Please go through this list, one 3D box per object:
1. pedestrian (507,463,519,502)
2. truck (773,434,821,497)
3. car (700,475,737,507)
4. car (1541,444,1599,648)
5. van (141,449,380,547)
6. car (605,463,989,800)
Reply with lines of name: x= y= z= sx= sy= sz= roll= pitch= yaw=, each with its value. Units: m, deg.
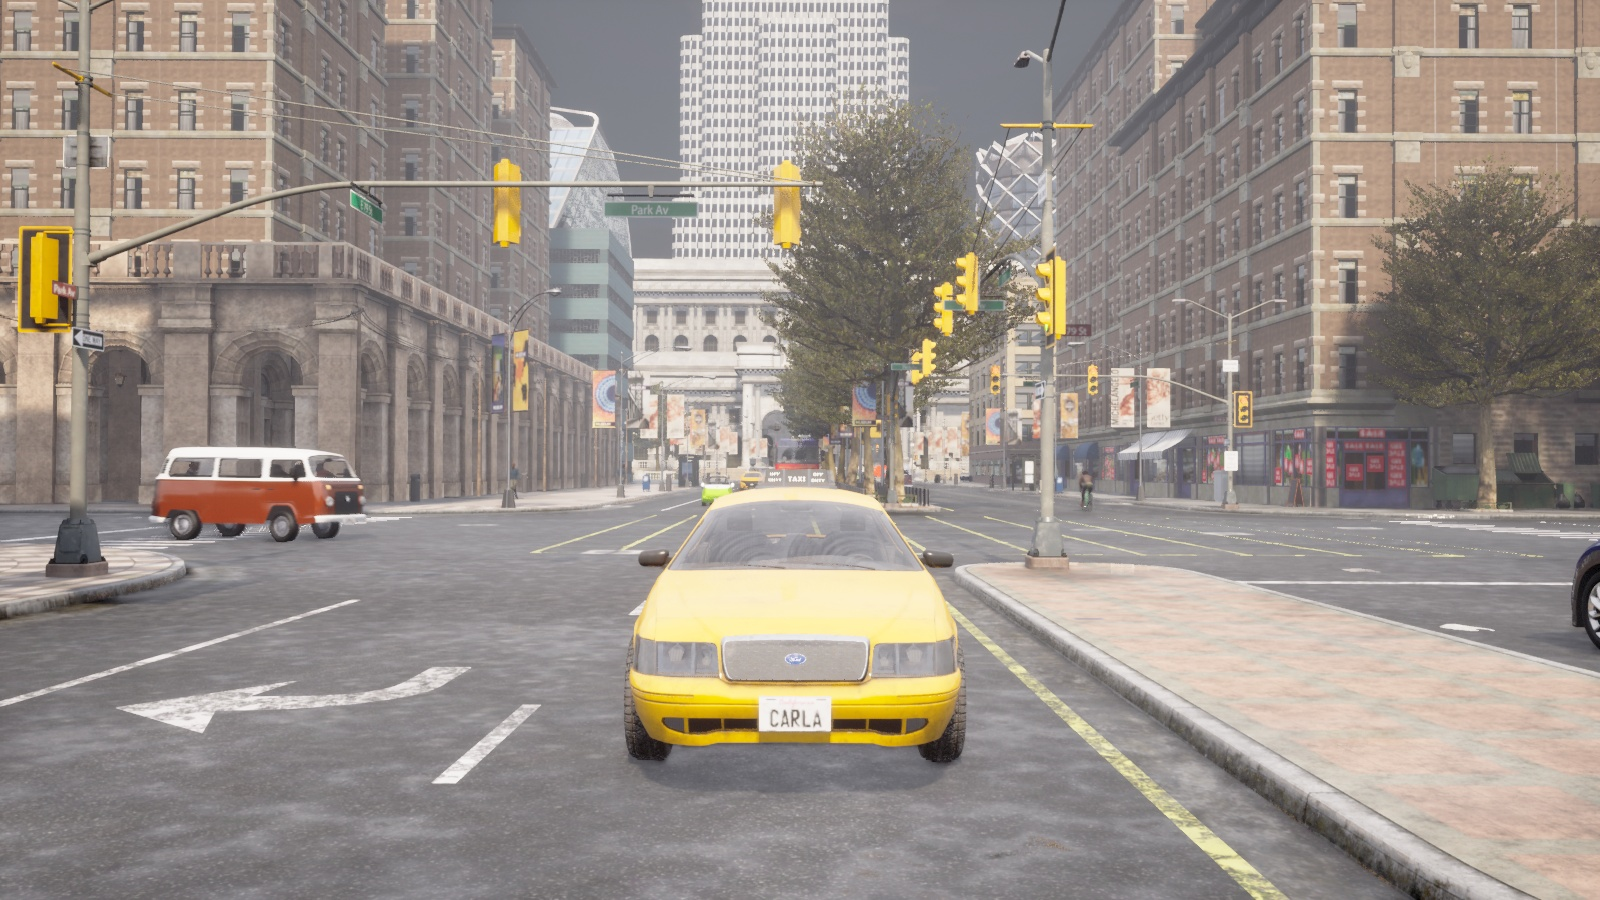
pedestrian: x=-13.646 y=1.526 z=59.730 sx=0.370 sy=1.835 sz=0.726 roll=0 pitch=-1 yaw=0
truck: x=-0.172 y=0.996 z=80.309 sx=2.891 sy=3.827 sz=8.468 roll=0 pitch=-1 yaw=0
car: x=-3.627 y=1.823 z=56.088 sx=1.481 sy=1.376 sz=2.207 roll=0 pitch=-1 yaw=0
car: x=7.978 y=0.799 z=9.444 sx=2.097 sy=1.767 sz=4.553 roll=0 pitch=-1 yaw=0
van: x=-11.830 y=1.048 z=27.639 sx=4.480 sy=2.038 sz=2.069 roll=0 pitch=-2 yaw=14
car: x=-0.020 y=0.898 z=8.598 sx=1.801 sy=1.575 sz=5.366 roll=0 pitch=-1 yaw=0
